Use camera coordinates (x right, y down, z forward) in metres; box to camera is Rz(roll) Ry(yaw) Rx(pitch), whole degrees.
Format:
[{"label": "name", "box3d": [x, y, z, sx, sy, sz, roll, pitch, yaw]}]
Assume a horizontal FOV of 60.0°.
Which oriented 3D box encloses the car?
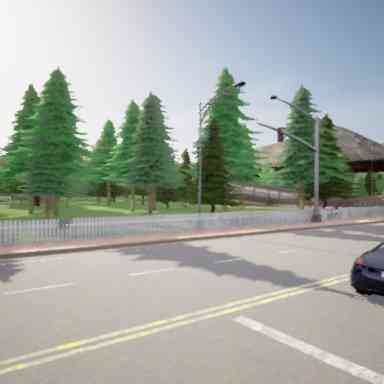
[{"label": "car", "box3d": [5.543, 1.632, 7.711, 4.181, 1.385, 1.994, 0, 0, -35]}]
